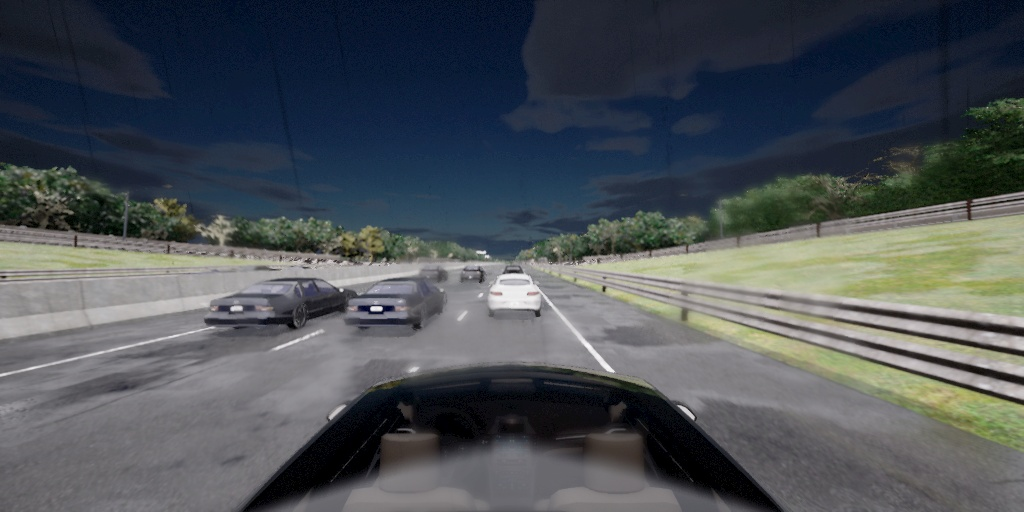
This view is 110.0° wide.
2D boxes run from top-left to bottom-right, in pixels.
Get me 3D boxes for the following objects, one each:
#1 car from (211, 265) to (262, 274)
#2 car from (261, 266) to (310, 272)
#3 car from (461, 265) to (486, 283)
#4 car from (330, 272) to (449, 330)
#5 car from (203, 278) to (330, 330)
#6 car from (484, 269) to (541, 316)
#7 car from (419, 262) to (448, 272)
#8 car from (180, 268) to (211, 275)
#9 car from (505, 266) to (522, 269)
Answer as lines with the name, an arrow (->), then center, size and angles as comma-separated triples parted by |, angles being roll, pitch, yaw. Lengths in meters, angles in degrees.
car -> -21.075, 1.526, 28.999 | 1.882, 1.535, 5.008 | 0, -1, 0
car -> -17.575, 1.575, 29.043 | 1.812, 1.442, 4.674 | 0, -1, 0
car -> -3.376, 1.571, 31.844 | 2.128, 1.511, 4.902 | 0, -1, 0
car -> -3.406, 1.404, 11.526 | 2.033, 1.411, 5.357 | 0, -1, 0
car -> -6.906, 1.404, 11.525 | 2.033, 1.411, 5.357 | 0, -1, 0
car -> 0.096, 1.409, 13.876 | 1.812, 1.442, 4.674 | 0, -1, 0
car -> -6.876, 1.571, 31.825 | 2.128, 1.511, 4.902 | 0, -1, 0
car -> -24.574, 1.655, 29.505 | 1.895, 1.301, 4.718 | 0, -1, 0
car -> 0.125, 1.587, 32.023 | 1.837, 1.490, 4.892 | 0, -1, 0
